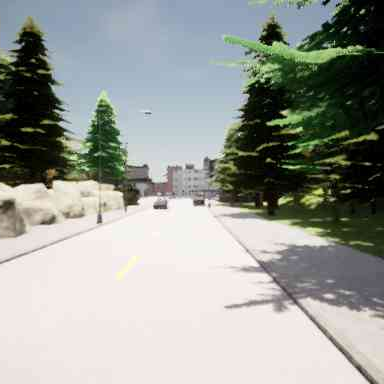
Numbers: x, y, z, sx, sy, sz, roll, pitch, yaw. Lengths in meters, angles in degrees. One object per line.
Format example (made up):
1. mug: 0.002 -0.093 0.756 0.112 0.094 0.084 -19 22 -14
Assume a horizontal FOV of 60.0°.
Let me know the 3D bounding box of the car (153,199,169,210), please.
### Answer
1. car: -4.045 1.594 44.435 2.033 1.411 5.357 0 0 1

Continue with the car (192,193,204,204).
1. car: 1.116 1.242 65.636 2.150 2.045 5.566 -3 0 0

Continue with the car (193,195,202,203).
1. car: 1.165 1.531 71.795 1.801 1.575 5.366 0 0 0

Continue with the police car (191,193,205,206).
1. police car: 1.190 1.484 55.715 1.930 1.638 5.238 0 0 0
